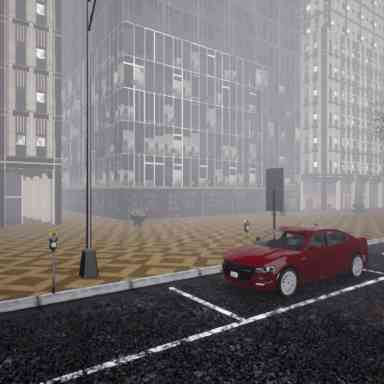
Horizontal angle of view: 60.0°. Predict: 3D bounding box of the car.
[{"bbox_3d":[2.743,1.545,8.529,4.507,1.381,1.887,0,0,-36],"label":"car"}]
